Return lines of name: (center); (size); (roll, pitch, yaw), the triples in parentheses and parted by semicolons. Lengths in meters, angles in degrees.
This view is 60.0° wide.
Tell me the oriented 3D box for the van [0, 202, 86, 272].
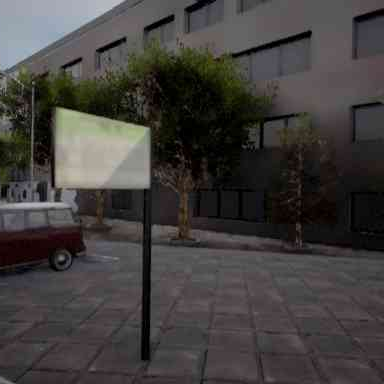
van: (-4.962, 1.312, 8.965); (1.878, 1.987, 4.442); (-2, -1, 35)
